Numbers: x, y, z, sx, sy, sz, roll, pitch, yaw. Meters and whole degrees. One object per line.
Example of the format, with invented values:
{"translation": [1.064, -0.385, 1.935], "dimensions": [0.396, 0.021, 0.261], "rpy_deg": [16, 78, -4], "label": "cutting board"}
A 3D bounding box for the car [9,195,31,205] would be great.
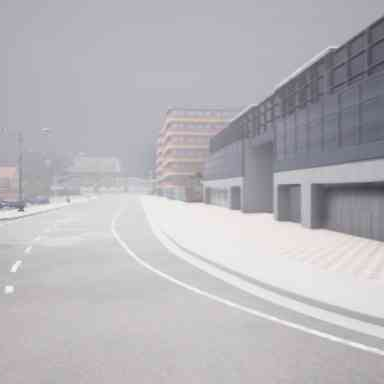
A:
{"translation": [-27.894, 1.284, 54.214], "dimensions": [1.994, 1.385, 4.181], "rpy_deg": [0, 0, -9], "label": "car"}

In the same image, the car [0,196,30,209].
{"translation": [-22.213, 1.315, 41.439], "dimensions": [1.812, 1.442, 4.674], "rpy_deg": [0, 0, -9], "label": "car"}

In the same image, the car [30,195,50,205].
{"translation": [-24.223, 1.230, 53.359], "dimensions": [1.812, 1.442, 4.674], "rpy_deg": [0, 1, -9], "label": "car"}
